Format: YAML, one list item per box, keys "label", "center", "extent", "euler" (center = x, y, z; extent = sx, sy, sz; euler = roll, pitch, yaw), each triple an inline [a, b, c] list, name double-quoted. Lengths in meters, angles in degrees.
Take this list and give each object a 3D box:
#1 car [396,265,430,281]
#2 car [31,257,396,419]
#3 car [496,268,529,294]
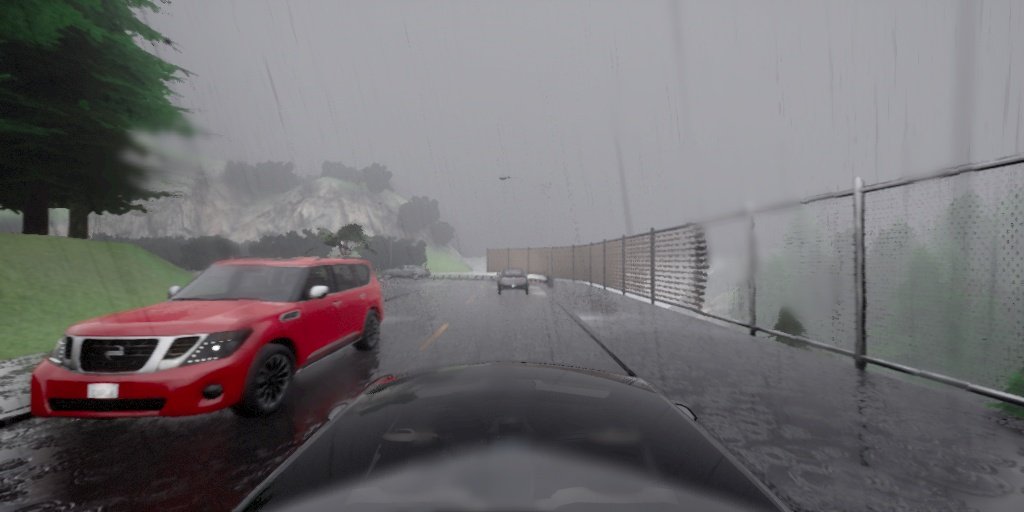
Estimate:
- label: "car"
  center: [-10.659, 1.652, 36.010]
  extent: [4.902, 1.511, 2.128]
  euler: [0, -1, 9]
- label: "car"
  center: [-4.085, 1.028, 6.331]
  extent: [2.150, 2.045, 5.566]
  euler: [0, -1, 0]
- label: "car"
  center: [0.037, 1.488, 22.412]
  extent: [2.128, 1.511, 4.902]
  euler: [0, -1, -1]
